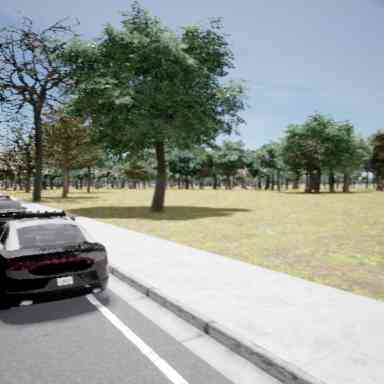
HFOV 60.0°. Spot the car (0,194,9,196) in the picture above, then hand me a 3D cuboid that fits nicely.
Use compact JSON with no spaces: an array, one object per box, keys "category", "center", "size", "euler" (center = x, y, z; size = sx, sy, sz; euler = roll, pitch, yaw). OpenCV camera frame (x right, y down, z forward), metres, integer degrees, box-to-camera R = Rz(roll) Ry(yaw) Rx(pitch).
[{"category":"car","center":[-12.338,0.918,20.992],"size":[2.097,1.767,4.553],"euler":[-1,1,-34]}]

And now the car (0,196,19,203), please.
[{"category":"car","center":[-9.039,1.172,16.021],"size":[1.837,1.490,4.892],"euler":[-1,1,-34]}]

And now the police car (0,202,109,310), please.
[{"category":"police car","center":[-3.575,1.259,7.777],"size":[1.930,1.638,5.238],"euler":[-1,1,-34]}]
